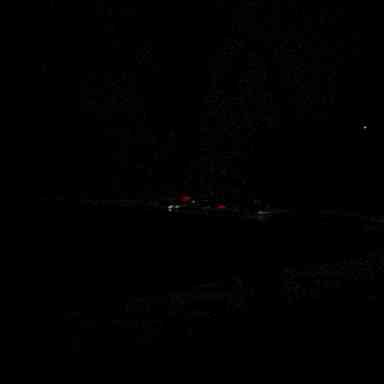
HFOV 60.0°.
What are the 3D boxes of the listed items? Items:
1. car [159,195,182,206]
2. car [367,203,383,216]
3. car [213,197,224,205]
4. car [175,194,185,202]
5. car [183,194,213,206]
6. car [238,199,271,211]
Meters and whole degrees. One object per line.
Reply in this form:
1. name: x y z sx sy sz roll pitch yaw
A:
1. car: -4.185 1.656 58.670 1.812 1.442 4.674 0 0 -35
2. car: 19.130 1.539 31.299 2.128 1.511 4.902 0 0 -33
3. car: 3.692 1.576 58.883 1.837 1.490 4.892 0 0 -35
4. car: -2.381 1.333 67.338 2.150 2.045 5.566 0 0 -35
5. car: 0.986 1.599 57.107 1.837 1.490 4.892 0 0 -35
6. car: 7.726 1.612 41.796 1.812 1.442 4.674 0 0 -35
